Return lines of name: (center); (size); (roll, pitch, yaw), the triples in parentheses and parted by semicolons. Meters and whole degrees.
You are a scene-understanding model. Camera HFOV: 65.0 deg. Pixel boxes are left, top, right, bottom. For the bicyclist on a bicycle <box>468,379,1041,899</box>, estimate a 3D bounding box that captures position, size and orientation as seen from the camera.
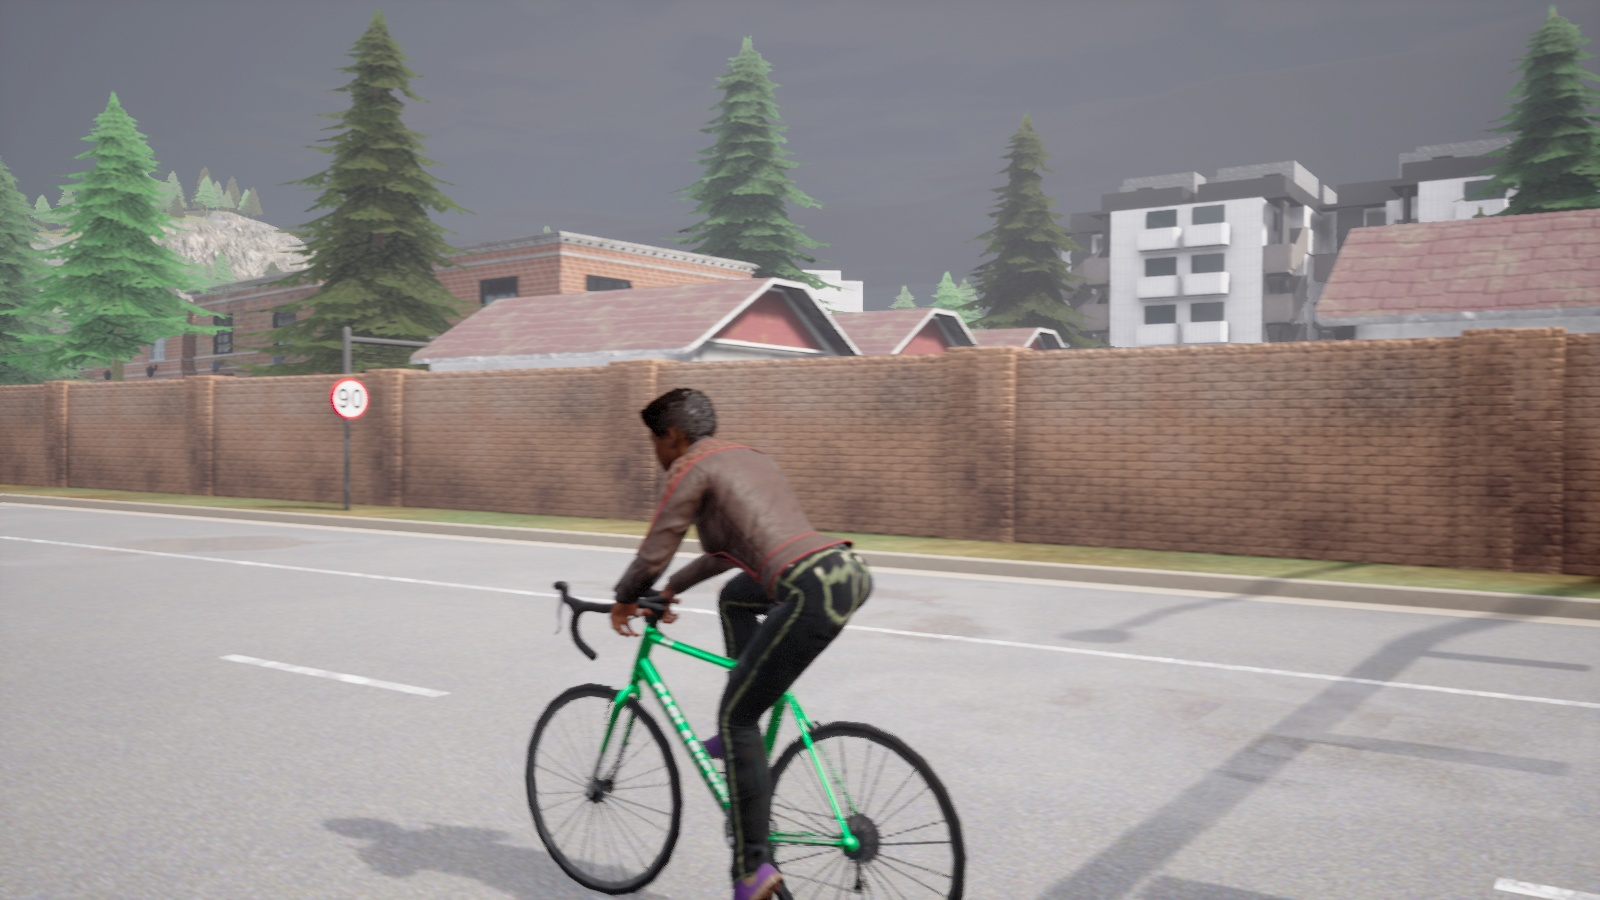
bicyclist on a bicycle: (-0.182, 0.640, 3.744); (1.656, 1.620, 0.582); (-1, 1, 34)
